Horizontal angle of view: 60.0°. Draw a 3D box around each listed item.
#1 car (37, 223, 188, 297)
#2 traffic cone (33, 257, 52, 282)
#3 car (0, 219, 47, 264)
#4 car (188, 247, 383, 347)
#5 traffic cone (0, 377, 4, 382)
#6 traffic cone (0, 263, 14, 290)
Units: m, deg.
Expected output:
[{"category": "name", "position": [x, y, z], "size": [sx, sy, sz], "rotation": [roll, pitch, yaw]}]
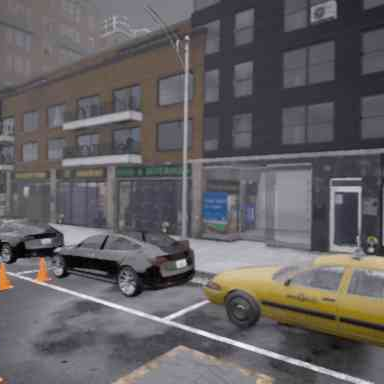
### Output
[{"category": "car", "position": [-1.909, 1.638, 8.693], "size": [4.313, 1.339, 1.947], "rotation": [0, 0, 37]}, {"category": "traffic cone", "position": [-3.918, 2.012, 8.730], "size": [0.340, 0.580, 0.340], "rotation": [0, -1, 34]}, {"category": "car", "position": [-6.383, 1.634, 12.036], "size": [4.313, 1.339, 1.947], "rotation": [0, 0, 37]}, {"category": "car", "position": [2.430, 1.601, 5.451], "size": [4.829, 1.417, 1.752], "rotation": [0, 0, 37]}, {"category": "traffic cone", "position": [-2.495, 1.978, 3.966], "size": [0.340, 0.580, 0.340], "rotation": [0, -1, 37]}, {"category": "traffic cone", "position": [-4.503, 2.000, 7.962], "size": [0.340, 0.580, 0.340], "rotation": [0, -1, 37]}]
